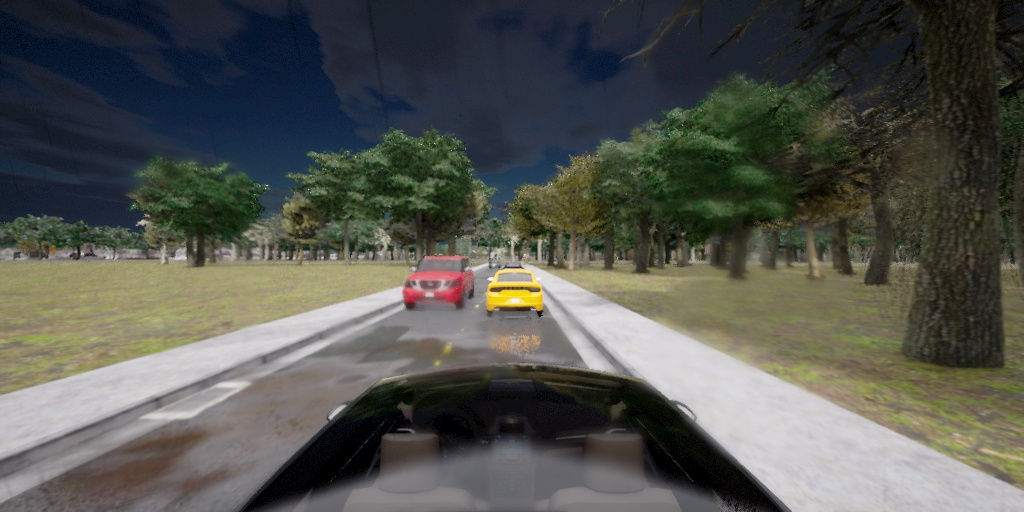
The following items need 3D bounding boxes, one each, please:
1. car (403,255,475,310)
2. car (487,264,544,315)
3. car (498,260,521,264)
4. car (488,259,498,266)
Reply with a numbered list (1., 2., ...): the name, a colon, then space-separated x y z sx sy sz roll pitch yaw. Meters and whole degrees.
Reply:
1. car: -2.848 0.987 15.172 2.150 2.045 5.566 0 0 0
2. car: 0.102 1.241 13.629 1.882 1.535 5.008 0 0 0
3. car: 0.107 1.275 31.211 2.128 1.511 4.902 0 0 0
4. car: -2.791 1.308 58.201 2.128 1.511 4.902 0 0 0
